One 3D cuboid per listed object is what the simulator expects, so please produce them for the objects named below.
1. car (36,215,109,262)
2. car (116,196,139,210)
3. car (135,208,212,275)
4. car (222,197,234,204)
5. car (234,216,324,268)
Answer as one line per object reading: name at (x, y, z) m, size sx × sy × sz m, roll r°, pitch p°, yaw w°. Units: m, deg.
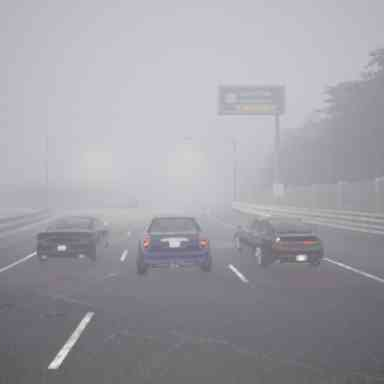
car at (-4.374, 1.624, 12.868) m, size 1.882 × 1.535 × 5.008 m, roll 0°, pitch -1°, yaw -7°
car at (-10.096, 1.726, 52.105) m, size 2.150 × 2.045 × 5.566 m, roll 0°, pitch -1°, yaw -30°
car at (-0.667, 1.456, 11.133) m, size 2.097 × 1.767 × 4.553 m, roll 0°, pitch -1°, yaw -6°
car at (9.500, 2.287, 89.314) m, size 2.150 × 2.045 × 5.566 m, roll -1°, pitch -2°, yaw 15°
car at (2.805, 1.592, 11.657) m, size 1.837 × 1.490 × 4.892 m, roll 0°, pitch 0°, yaw -6°
